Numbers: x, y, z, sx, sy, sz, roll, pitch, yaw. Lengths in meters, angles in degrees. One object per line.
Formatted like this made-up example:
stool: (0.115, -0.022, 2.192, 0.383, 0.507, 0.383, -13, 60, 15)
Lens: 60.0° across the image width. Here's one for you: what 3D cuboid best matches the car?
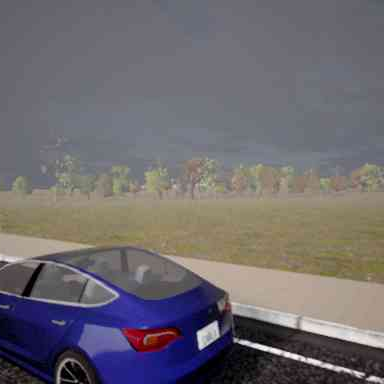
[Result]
car: (-1.731, 1.536, 4.797, 4.792, 1.488, 2.163, -1, 0, 36)
